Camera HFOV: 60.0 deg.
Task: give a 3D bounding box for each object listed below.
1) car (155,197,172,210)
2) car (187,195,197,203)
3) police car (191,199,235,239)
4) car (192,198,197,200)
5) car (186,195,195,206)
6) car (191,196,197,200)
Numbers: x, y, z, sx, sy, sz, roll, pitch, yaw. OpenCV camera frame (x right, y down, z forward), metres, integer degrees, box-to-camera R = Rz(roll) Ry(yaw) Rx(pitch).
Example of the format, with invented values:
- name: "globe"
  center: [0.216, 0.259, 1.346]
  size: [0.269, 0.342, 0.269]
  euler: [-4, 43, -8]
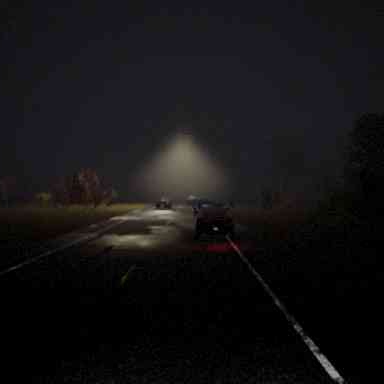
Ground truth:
- name: "car"
  center: [-3.583, 1.426, 42.464]
  size: [2.128, 1.511, 4.902]
  euler: [0, 0, 0]
- name: "car"
  center: [-0.001, 1.363, 68.012]
  size: [1.812, 1.442, 4.674]
  euler: [0, 0, 0]
- name: "police car"
  center: [1.052, 1.410, 17.281]
  size: [1.930, 1.638, 5.238]
  euler: [0, 0, 0]
- name: "car"
  center: [1.052, 1.475, 27.172]
  size: [1.837, 1.490, 4.892]
  euler: [0, 0, 0]
- name: "car"
  center: [0.006, 1.400, 51.542]
  size: [2.128, 1.511, 4.902]
  euler: [0, 0, 0]
- name: "car"
  center: [1.054, 1.435, 33.174]
  size: [1.882, 1.535, 5.008]
  euler: [0, 0, 0]
